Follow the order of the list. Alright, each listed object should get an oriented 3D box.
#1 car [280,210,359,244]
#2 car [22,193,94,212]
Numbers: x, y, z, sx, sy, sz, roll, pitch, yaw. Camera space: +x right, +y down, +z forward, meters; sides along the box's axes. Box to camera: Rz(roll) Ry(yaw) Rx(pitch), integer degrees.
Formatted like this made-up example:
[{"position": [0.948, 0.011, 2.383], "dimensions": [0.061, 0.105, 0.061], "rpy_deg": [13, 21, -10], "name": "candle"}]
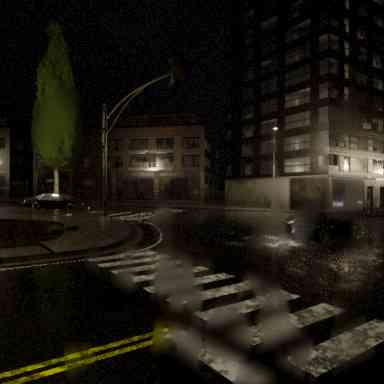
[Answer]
[{"position": [6.212, 1.593, 16.062], "dimensions": [4.181, 1.385, 1.994], "rpy_deg": [0, 0, -35], "name": "car"}, {"position": [-10.581, 0.787, 26.271], "dimensions": [5.357, 1.411, 2.033], "rpy_deg": [1, 0, 11], "name": "car"}]
